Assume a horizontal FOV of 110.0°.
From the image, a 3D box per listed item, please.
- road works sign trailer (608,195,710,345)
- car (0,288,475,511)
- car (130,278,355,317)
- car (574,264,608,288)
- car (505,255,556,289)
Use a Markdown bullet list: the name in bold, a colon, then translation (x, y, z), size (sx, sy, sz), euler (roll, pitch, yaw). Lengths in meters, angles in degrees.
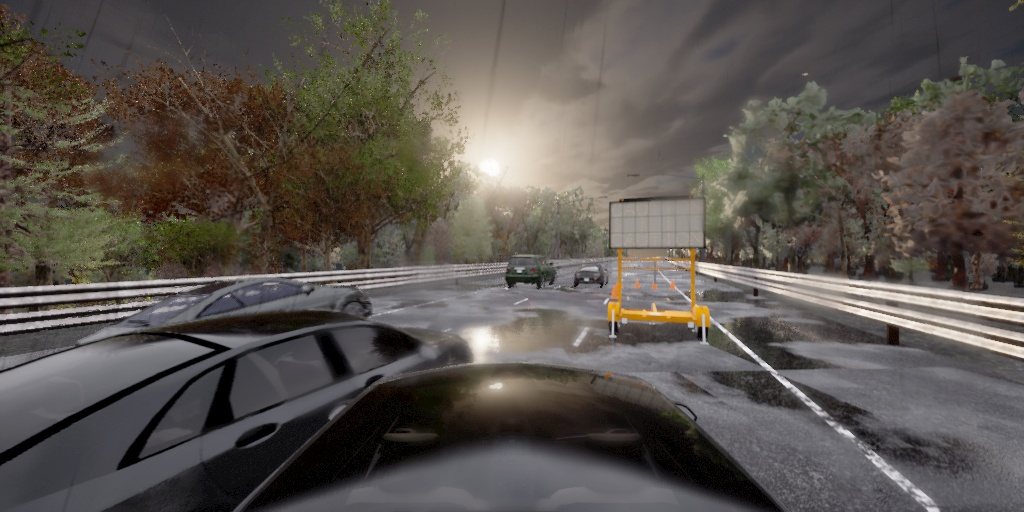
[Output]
- **road works sign trailer**: translation (3.892, 0.214, 9.760), size (2.380, 3.560, 2.880), euler (0, 0, 20)
- **car**: translation (-1.969, 1.255, 3.217), size (1.837, 1.490, 4.892), euler (0, 0, 19)
- **car**: translation (-4.570, 1.077, 6.388), size (1.994, 1.385, 4.181), euler (-4, 5, 20)
- **car**: translation (5.325, 1.270, 23.963), size (1.812, 1.442, 4.674), euler (0, 0, 20)
- **car**: translation (1.322, 0.967, 23.183), size (2.150, 2.045, 5.566), euler (0, 0, 19)
